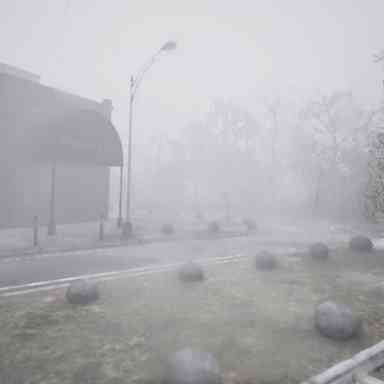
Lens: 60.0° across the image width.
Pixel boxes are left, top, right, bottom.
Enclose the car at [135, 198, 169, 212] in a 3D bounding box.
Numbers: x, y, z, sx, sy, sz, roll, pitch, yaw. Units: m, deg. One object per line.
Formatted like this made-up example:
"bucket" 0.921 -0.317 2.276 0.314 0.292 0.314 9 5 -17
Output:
"car" -5.186 1.602 42.878 4.553 1.767 2.097 1 -1 35
